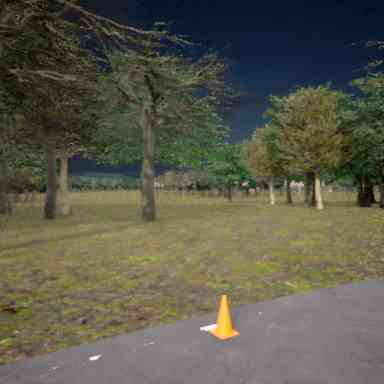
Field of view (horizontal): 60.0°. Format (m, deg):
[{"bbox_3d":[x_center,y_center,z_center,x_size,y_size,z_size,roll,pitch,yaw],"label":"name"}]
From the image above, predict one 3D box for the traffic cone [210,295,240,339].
[{"bbox_3d":[0.507,1.904,5.188,0.340,0.580,0.340,0,1,-31],"label":"traffic cone"}]
